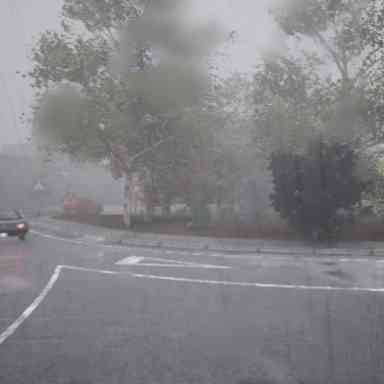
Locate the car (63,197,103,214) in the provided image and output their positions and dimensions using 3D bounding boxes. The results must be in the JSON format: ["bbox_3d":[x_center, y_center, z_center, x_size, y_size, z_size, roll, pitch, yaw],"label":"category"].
[{"bbox_3d":[-13.603,1.695,41.686,2.150,2.045,5.566,1,-4,23],"label":"car"}]

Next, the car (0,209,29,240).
[{"bbox_3d":[-8.825,1.402,15.060,1.895,1.301,4.718,1,0,-36],"label":"car"}]

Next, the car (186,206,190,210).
[{"bbox_3d":[0.237,4.199,93.036,2.435,2.045,5.566,1,-2,24],"label":"car"}]
